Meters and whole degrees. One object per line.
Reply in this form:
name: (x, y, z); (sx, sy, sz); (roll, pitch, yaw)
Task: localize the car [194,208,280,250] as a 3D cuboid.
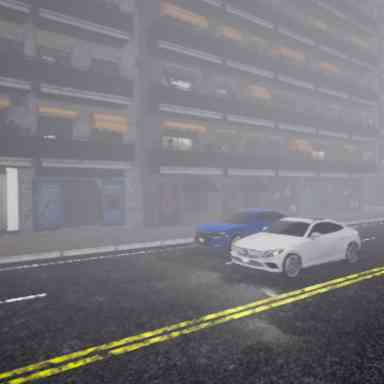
car: (2.373, 1.436, 13.362); (5.008, 1.535, 1.882); (0, 0, -36)

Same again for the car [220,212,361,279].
car: (3.291, 1.489, 10.040); (4.674, 1.442, 1.812); (0, 0, -35)
